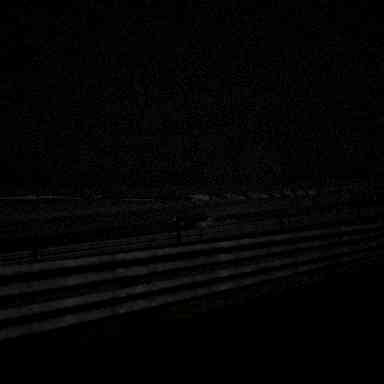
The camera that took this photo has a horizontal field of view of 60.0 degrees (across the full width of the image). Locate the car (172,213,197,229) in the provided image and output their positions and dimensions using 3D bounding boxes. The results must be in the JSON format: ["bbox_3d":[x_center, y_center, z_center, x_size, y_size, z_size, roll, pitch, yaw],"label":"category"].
[{"bbox_3d":[1.008,3.187,36.166,5.357,1.411,2.033,-4,2,-25],"label":"car"}]

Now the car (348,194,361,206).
[{"bbox_3d":[26.619,1.021,52.087,4.553,1.767,2.097,-4,2,-25],"label":"car"}]

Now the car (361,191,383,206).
[{"bbox_3d":[28.151,0.886,48.938,5.566,2.045,2.150,-4,2,-25],"label":"car"}]

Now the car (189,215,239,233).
[{"bbox_3d":[2.499,3.197,33.000,4.674,1.442,1.812,-4,2,-25],"label":"car"}]

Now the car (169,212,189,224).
[{"bbox_3d":[-0.485,3.145,39.331,4.674,1.442,1.812,-4,2,-25],"label":"car"}]
